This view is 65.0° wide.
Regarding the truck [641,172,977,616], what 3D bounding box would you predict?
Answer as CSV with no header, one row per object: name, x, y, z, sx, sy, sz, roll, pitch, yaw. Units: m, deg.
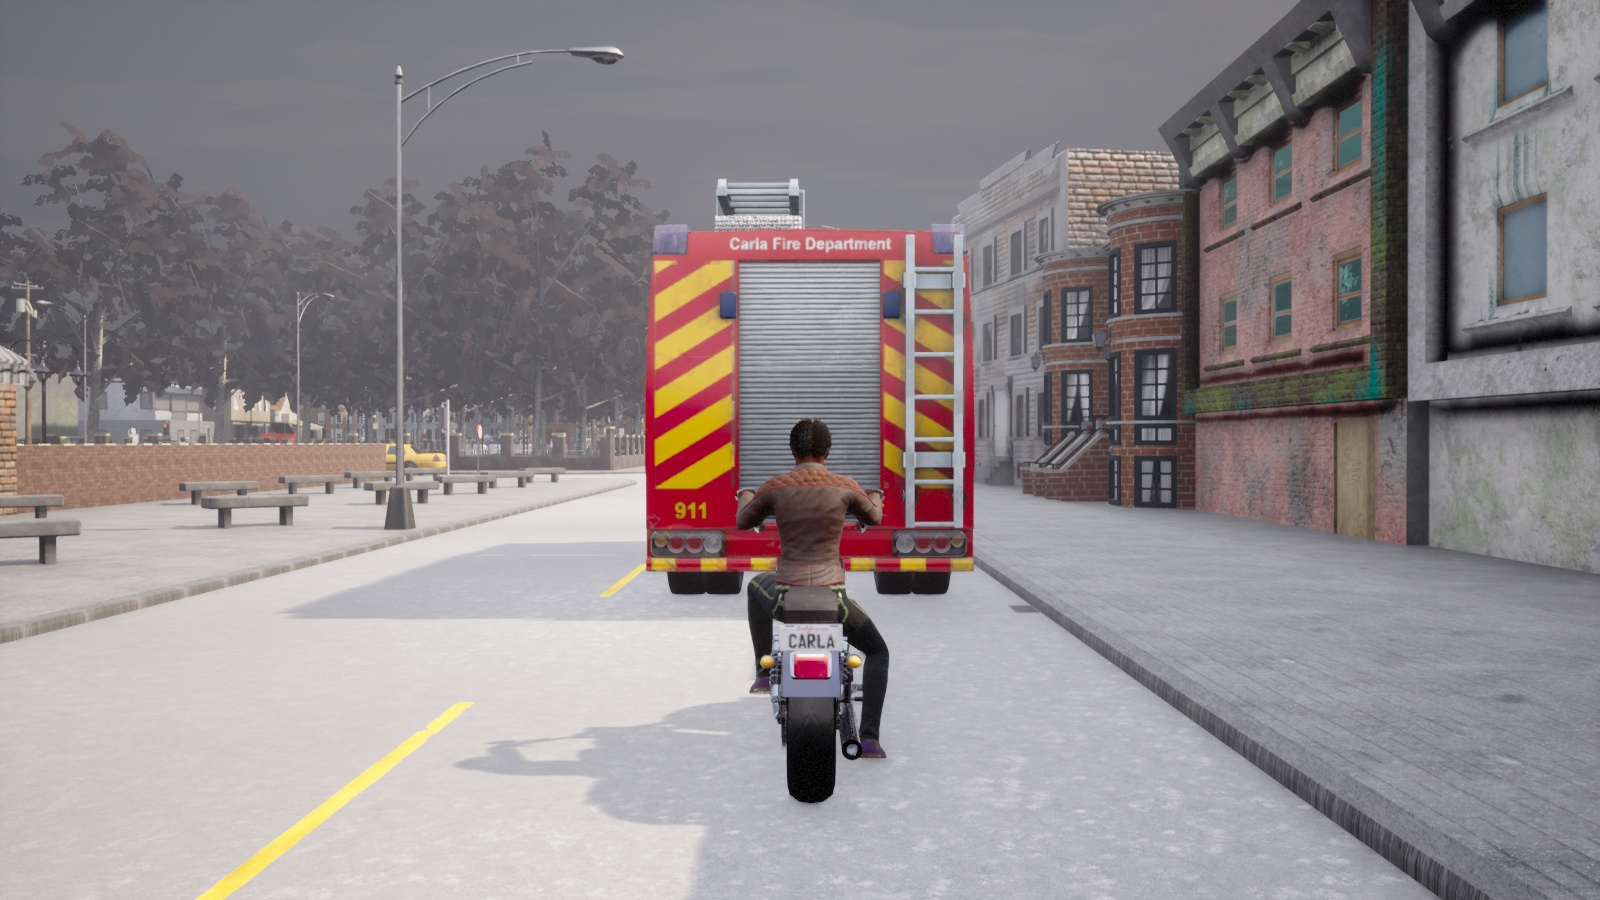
truck,0.100,-0.505,15.063,2.891,3.827,8.468,0,0,0

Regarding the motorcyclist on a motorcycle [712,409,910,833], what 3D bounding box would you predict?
motorcyclist on a motorcycle,0.049,0.662,6.065,0.766,1.649,2.350,0,0,0

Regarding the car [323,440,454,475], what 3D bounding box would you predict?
car,-18.591,0.343,56.923,5.366,1.575,1.801,0,0,-2

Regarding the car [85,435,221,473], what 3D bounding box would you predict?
car,-29.254,0.174,56.902,5.027,1.651,2.152,0,0,-2
